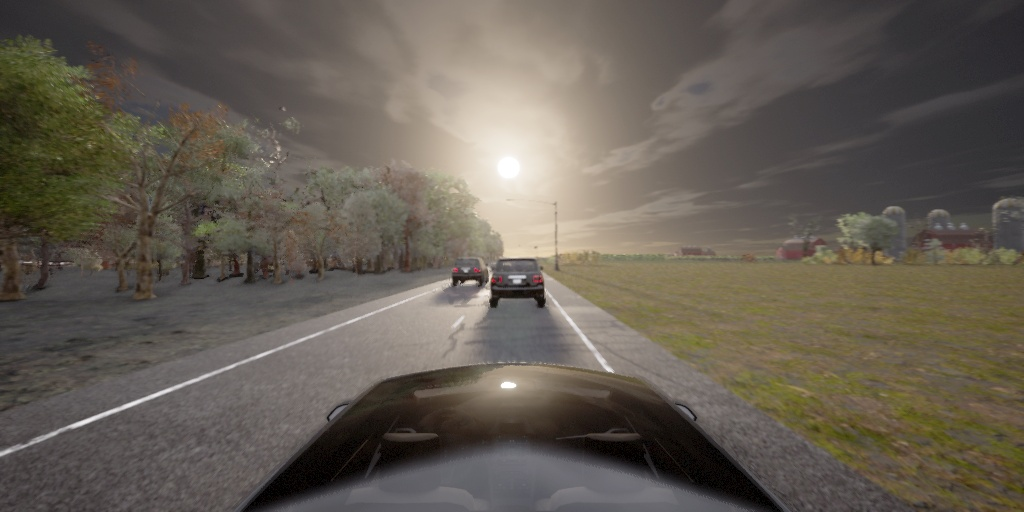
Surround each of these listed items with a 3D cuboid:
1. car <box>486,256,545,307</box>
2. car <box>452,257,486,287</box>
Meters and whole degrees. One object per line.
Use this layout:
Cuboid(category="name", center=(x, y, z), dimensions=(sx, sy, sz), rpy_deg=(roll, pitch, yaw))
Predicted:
Cuboid(category="car", center=(0.253, 1.040, 16.087), dimensions=(2.150, 2.045, 5.566), rpy_deg=(-1, 0, 1))
Cuboid(category="car", center=(-3.024, 1.123, 26.603), dimensions=(2.150, 2.045, 5.566), rpy_deg=(-1, -1, 1))
